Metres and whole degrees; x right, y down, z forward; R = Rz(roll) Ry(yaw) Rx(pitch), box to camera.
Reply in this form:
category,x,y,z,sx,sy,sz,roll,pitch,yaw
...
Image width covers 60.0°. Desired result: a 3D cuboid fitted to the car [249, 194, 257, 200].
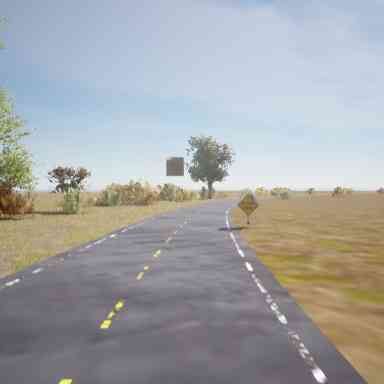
category,x,y,z,sx,sy,sz,roll,pitch,yaw
car,16.689,1.302,92.730,2.097,1.767,4.553,0,0,19

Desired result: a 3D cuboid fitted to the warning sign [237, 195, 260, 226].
category,x,y,z,sx,sy,sz,roll,pitch,yaw
warning sign,3.385,1.086,20.037,1.300,1.860,1.060,0,0,4
